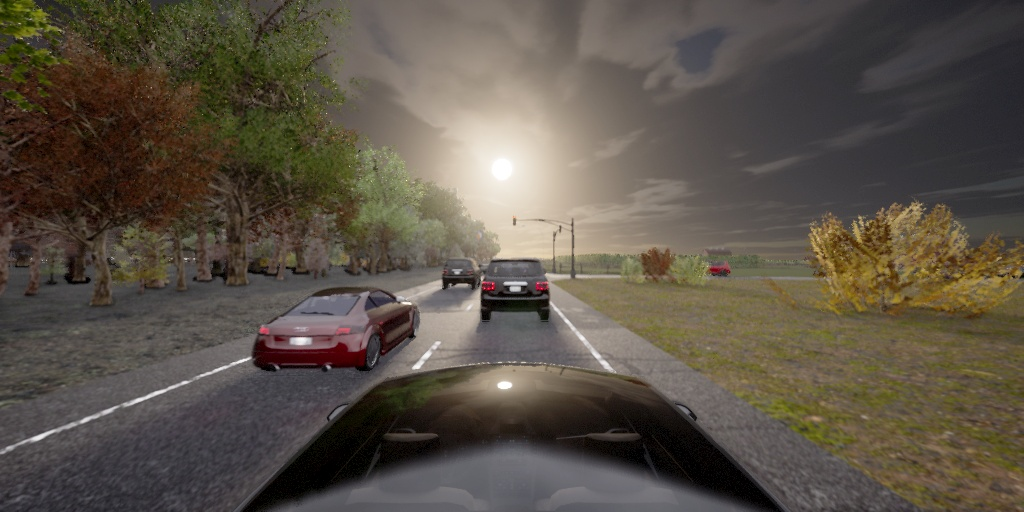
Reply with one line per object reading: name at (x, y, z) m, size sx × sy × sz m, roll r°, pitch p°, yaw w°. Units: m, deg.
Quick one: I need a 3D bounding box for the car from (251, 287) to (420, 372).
car at (-3.400, 1.364, 7.780) m, size 1.994 × 1.385 × 4.181 m, roll 0°, pitch -1°, yaw 0°

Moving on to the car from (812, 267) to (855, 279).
car at (41.491, 2.128, 46.174) m, size 4.892 × 1.490 × 1.837 m, roll 0°, pitch -1°, yaw 0°

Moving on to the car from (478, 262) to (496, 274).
car at (-3.396, 1.639, 49.508) m, size 2.128 × 1.511 × 4.902 m, roll 0°, pitch 0°, yaw 0°

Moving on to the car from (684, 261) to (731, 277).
car at (25.113, 1.667, 46.275) m, size 5.566 × 2.045 × 2.150 m, roll 1°, pitch -1°, yaw 0°

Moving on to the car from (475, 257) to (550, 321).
car at (0.099, 1.065, 12.949) m, size 2.150 × 2.045 × 5.566 m, roll 0°, pitch -1°, yaw 0°

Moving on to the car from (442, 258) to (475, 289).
car at (-3.401, 1.167, 24.935) m, size 2.150 × 2.045 × 5.566 m, roll 0°, pitch 0°, yaw 0°
